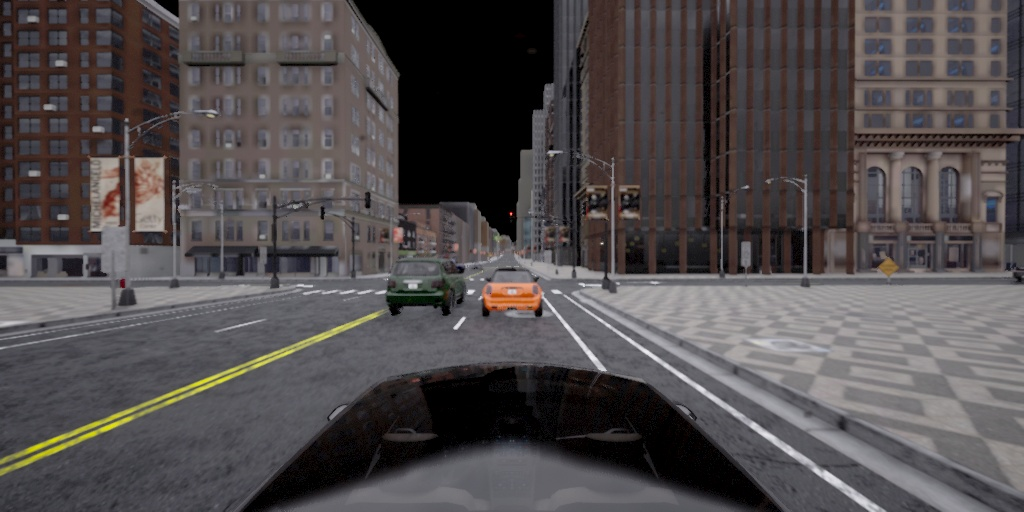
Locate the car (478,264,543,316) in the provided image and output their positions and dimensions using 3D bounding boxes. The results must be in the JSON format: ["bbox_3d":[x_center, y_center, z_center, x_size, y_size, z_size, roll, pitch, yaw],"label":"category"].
[{"bbox_3d":[0.016,1.221,14.076,2.097,1.767,4.553,0,0,0],"label":"car"}]

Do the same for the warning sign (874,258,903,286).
[{"bbox_3d":[25.190,1.042,23.962,1.060,1.860,1.300,0,0,0],"label":"warning sign"}]

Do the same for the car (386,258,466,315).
[{"bbox_3d":[-3.237,1.096,14.428,2.150,2.045,5.566,0,0,0],"label":"car"}]

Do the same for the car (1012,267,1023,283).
[{"bbox_3d":[40.587,1.338,26.709,4.902,1.511,2.128,0,0,0],"label":"car"}]
